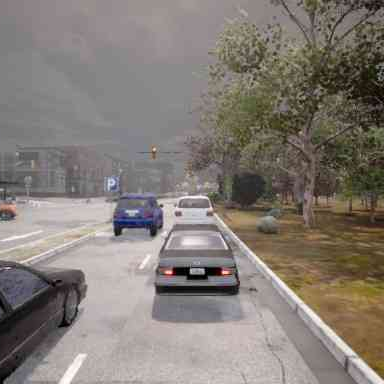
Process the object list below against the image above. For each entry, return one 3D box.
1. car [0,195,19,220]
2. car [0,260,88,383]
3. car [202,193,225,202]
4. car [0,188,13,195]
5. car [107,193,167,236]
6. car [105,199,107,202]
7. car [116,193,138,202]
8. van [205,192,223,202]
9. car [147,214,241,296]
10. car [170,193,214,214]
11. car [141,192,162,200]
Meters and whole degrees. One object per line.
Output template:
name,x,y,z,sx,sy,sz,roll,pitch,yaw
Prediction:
car,-16.674,1.405,26.964,4.553,1.767,2.185,-1,0,-19
car,-2.907,1.550,3.918,2.033,1.411,5.357,0,0,0
car,4.543,1.143,70.372,4.553,1.767,2.185,1,0,-14
car,-31.263,0.138,55.613,2.002,1.452,4.674,6,-3,-19
car,-2.883,1.239,18.744,2.150,2.045,5.566,0,-1,0
car,-14.558,1.359,64.774,4.792,1.488,2.163,-1,0,-15
car,-13.830,1.197,70.720,4.553,1.767,2.185,-1,0,-14
van,4.165,1.044,67.402,4.442,1.987,1.878,1,0,-14
car,0.091,1.556,8.820,2.033,1.411,5.357,0,0,0
car,0.119,1.246,19.069,2.150,2.045,5.566,0,0,0
car,-11.164,1.066,91.721,5.566,2.045,2.435,-1,0,-12
